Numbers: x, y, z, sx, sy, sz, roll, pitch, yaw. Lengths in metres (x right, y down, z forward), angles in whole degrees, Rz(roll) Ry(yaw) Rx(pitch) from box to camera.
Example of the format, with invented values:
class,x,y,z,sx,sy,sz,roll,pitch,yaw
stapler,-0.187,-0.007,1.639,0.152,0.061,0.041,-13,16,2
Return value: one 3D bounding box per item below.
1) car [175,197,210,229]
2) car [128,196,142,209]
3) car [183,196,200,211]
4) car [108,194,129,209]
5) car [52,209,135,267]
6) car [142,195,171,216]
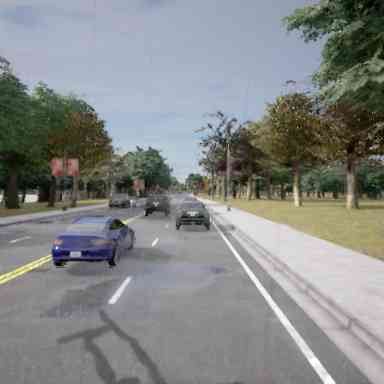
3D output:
class,x,y,z,sx,sy,sz,roll,pitch,yaw
car,0.040,1.371,21.772,2.097,1.767,4.553,0,0,0
car,-6.801,1.566,44.604,2.128,1.511,4.902,0,0,0
car,-0.097,1.421,42.537,2.097,1.767,4.553,0,0,0
car,-10.067,1.302,46.625,2.150,2.045,5.566,0,0,0
car,-3.171,1.531,11.344,1.812,1.442,4.674,0,0,0
car,-3.282,1.264,32.720,2.150,2.045,5.566,0,0,-1
